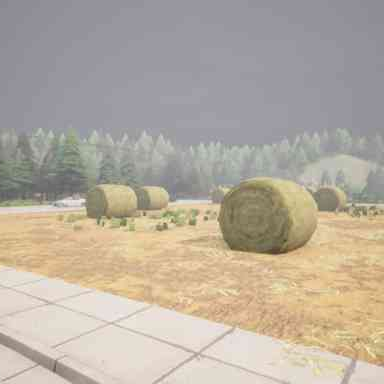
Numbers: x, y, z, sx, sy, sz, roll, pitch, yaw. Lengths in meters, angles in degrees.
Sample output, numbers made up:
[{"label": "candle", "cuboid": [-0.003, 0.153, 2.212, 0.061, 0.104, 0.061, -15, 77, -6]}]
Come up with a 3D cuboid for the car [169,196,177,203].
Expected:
[{"label": "car", "cuboid": [-5.054, 1.328, 61.406, 2.033, 1.411, 5.357, 0, 0, 37]}]

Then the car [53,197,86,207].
[{"label": "car", "cuboid": [-16.735, 1.380, 45.796, 1.812, 1.442, 4.674, 0, 0, 35]}]
